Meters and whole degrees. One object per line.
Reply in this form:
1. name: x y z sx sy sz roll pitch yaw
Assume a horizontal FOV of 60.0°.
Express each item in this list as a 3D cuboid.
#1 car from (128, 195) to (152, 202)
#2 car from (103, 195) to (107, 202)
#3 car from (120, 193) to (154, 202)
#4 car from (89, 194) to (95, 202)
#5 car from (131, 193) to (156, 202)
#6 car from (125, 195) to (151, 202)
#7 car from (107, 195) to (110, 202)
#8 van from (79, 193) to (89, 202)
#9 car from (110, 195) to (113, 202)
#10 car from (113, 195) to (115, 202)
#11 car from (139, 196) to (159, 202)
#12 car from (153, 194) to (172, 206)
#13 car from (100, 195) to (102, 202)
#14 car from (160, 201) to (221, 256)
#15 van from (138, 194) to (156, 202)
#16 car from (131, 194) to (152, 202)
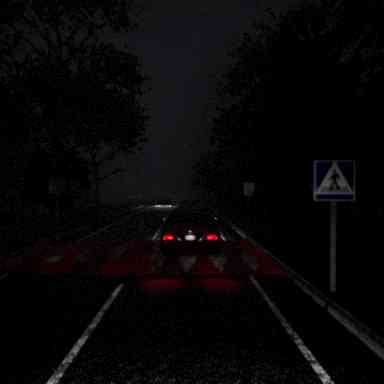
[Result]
1. car: -11.235 1.371 72.035 5.008 1.535 2.097 0 -1 -1
2. car: -24.415 1.540 83.171 4.553 1.767 2.185 0 -2 -1
3. car: -10.975 1.261 66.498 5.366 1.575 1.946 0 -1 -1
4. car: -24.338 1.130 72.101 5.566 2.045 2.435 0 -1 -1
5. car: -11.269 1.256 77.588 5.566 2.045 2.435 0 -2 -1
6. car: -11.200 1.314 69.264 4.892 1.521 2.231 0 -1 -1
7. car: -24.474 1.735 85.812 5.008 1.535 2.097 0 -2 -1
8. van: -24.392 1.096 69.208 4.442 1.987 1.878 0 -1 -1
9. car: -24.510 1.812 88.707 5.008 1.535 2.097 0 -2 -1
10. car: -24.543 1.886 91.476 4.892 1.521 2.231 0 -2 -1
11. car: -11.439 1.800 88.681 5.008 1.535 2.097 0 -2 -1
12. car: -3.910 1.216 47.086 1.994 1.385 4.181 0 0 -1
13. car: -24.372 1.520 77.630 4.892 1.521 2.231 0 -2 -1
14. car: -0.066 1.262 11.607 2.033 1.411 5.357 -1 1 0
15. van: -11.516 1.501 85.911 4.442 1.987 1.878 0 -2 -1
16. car: -11.294 1.311 74.814 4.553 1.767 2.185 0 -2 -1
